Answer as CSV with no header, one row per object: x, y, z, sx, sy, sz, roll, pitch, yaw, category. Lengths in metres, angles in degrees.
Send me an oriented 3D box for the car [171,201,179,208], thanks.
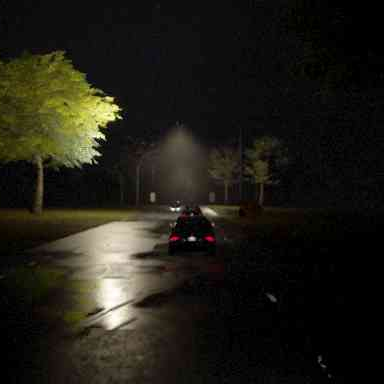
-3.495,2.634,71.039,2.128,1.511,4.902,0,-1,0,car

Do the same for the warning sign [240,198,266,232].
3.579,1.328,19.596,1.300,1.860,1.060,2,1,0,warning sign

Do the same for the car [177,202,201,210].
0.003,1.891,28.983,2.033,1.411,5.357,0,-1,0,car

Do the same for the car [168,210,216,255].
0.002,1.691,13.974,2.033,1.411,5.357,0,-1,0,car
